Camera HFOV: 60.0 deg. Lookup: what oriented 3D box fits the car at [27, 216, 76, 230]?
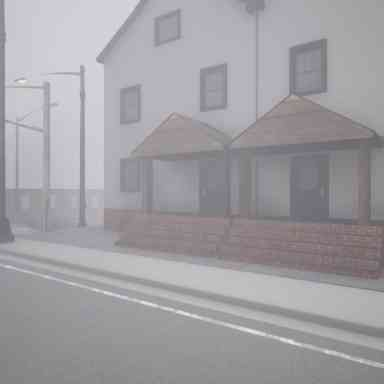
[{"bbox_3d":[-12.936,2.933,30.957,1.994,1.385,4.181,0,-9,36],"label":"car"}]
